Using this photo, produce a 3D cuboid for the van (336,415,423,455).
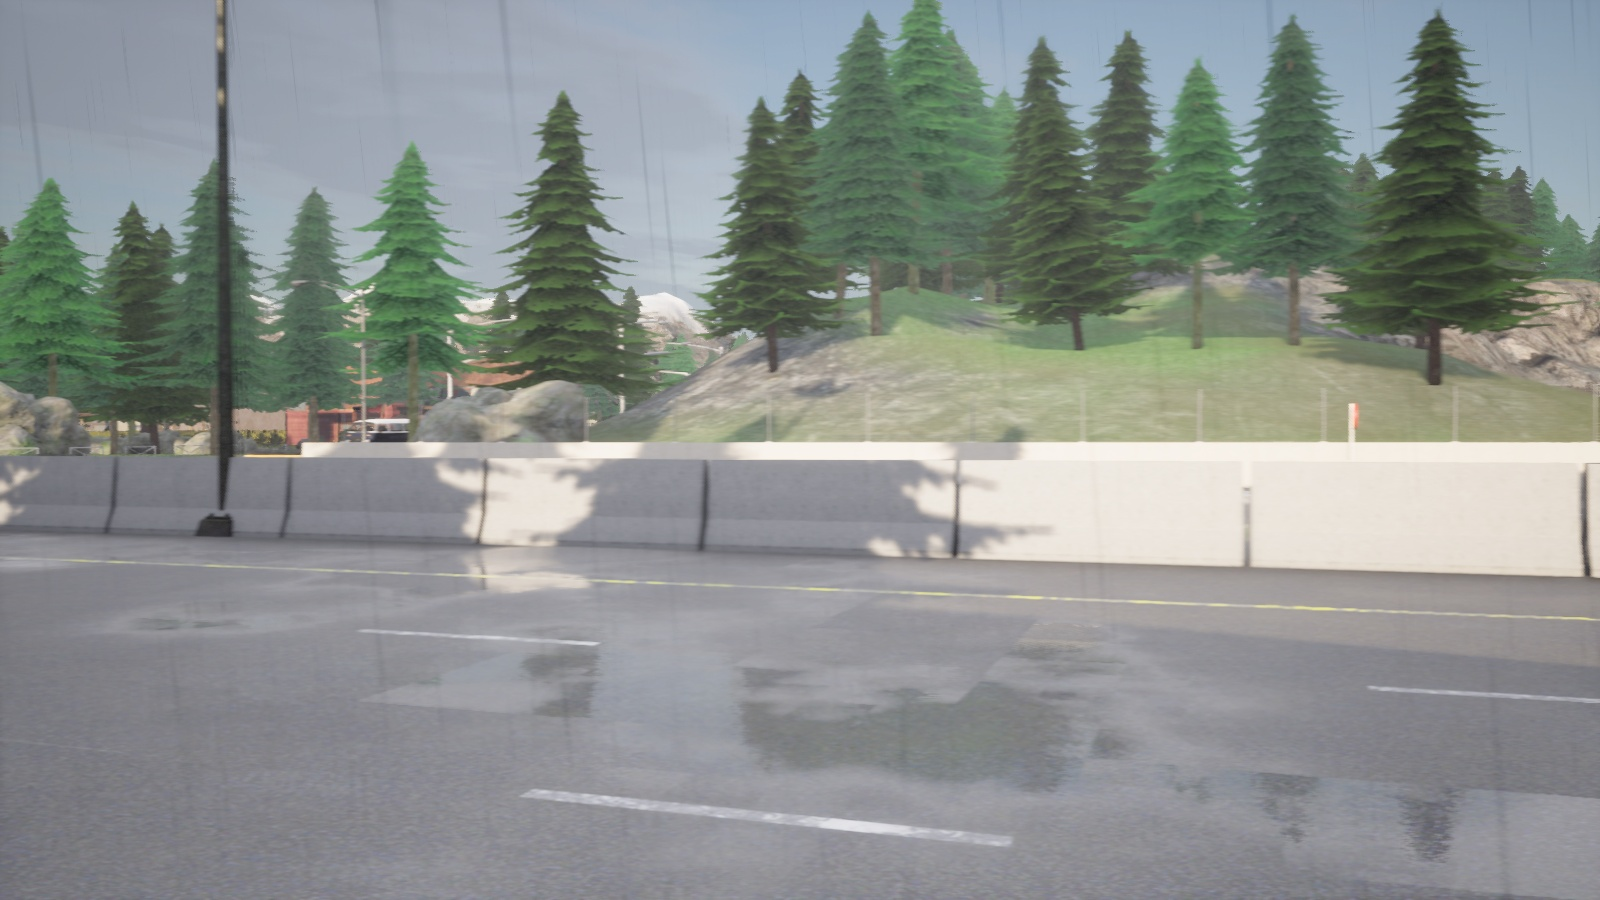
[{"bbox_3d":[-22.122,-0.797,66.219,2.069,2.038,4.480,1,1,19],"label":"van"}]
